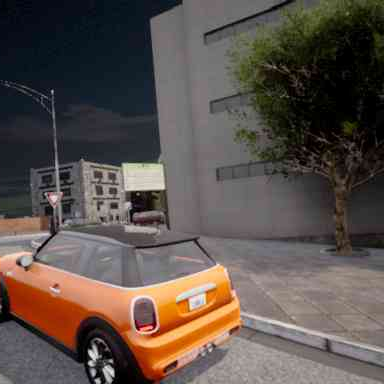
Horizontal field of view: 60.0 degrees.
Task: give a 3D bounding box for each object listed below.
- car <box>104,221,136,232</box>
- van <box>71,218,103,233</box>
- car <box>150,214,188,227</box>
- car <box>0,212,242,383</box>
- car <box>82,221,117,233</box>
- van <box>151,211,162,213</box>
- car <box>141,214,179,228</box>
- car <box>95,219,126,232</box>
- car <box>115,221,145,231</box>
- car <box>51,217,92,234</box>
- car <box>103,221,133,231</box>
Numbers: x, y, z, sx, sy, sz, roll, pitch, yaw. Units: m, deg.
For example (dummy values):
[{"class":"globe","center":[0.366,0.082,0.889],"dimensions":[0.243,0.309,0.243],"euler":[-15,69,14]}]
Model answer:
[{"class":"car","center":[-12.656,6.040,58.325],"dimensions":[5.366,1.575,1.946],"euler":[-7,-8,23]},{"class":"van","center":[-15.976,5.091,50.572],"dimensions":[4.442,1.987,1.878],"euler":[-7,-7,23]},{"class":"car","center":[-3.339,4.233,48.548],"dimensions":[5.008,1.535,2.097],"euler":[-7,-8,22]},{"class":"car","center":[-1.533,1.318,5.419],"dimensions":[4.553,1.767,2.097],"euler":[1,1,41]},{"class":"car","center":[-14.758,5.525,53.040],"dimensions":[5.008,1.535,2.097],"euler":[-7,-7,23]},{"class":"van","center":[-5.475,3.563,43.388],"dimensions":[4.442,1.987,1.878],"euler":[-7,-7,23]},{"class":"car","center":[-4.433,4.029,45.943],"dimensions":[4.792,1.488,2.163],"euler":[-7,-7,23]},{"class":"car","center":[-13.625,5.638,55.591],"dimensions":[4.553,1.767,2.185],"euler":[-7,-8,23]},{"class":"car","center":[-11.348,6.295,60.788],"dimensions":[4.792,1.488,2.163],"euler":[-7,-8,23]},{"class":"car","center":[-14.904,4.163,41.363],"dimensions":[2.097,1.767,4.553],"euler":[-7,-6,24]},{"class":"car","center":[-11.062,5.051,50.061],"dimensions":[1.895,1.301,4.718],"euler":[-7,-7,23]}]
